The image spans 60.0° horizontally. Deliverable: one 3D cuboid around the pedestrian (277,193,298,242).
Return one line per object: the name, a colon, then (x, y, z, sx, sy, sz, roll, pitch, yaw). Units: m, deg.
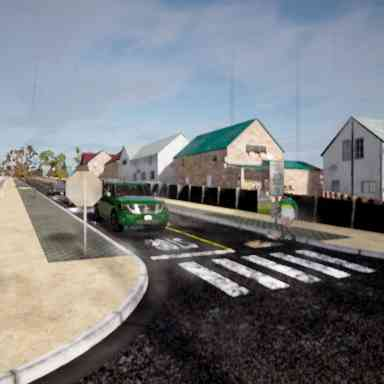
pedestrian: (3.479, 0.885, 12.151, 0.375, 1.860, 0.375, 3, -2, -29)

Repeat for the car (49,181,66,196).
car: (-14.859, -0.349, 37.148, 2.033, 1.411, 5.357, 0, 3, -28)

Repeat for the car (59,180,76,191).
car: (-19.052, -1.026, 50.752, 1.812, 1.442, 4.674, 0, 3, -29)

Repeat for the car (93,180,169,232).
car: (-2.995, 0.514, 15.308, 2.150, 2.045, 5.566, 0, 3, -28)

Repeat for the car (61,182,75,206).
car: (-8.601, 0.237, 25.607, 1.837, 1.490, 4.892, 0, 3, -28)
